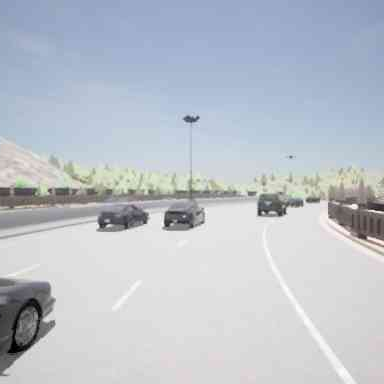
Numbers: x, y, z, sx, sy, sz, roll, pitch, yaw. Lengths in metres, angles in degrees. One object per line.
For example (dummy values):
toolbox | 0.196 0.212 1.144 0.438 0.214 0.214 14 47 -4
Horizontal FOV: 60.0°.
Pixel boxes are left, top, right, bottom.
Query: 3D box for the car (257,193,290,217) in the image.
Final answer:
car | 7.586 1.155 31.388 2.150 2.045 5.566 0 0 22

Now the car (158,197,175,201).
car | -3.341 1.367 44.010 1.812 1.442 4.674 0 0 26

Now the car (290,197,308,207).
car | 14.938 1.402 48.256 2.128 1.511 4.902 0 0 30

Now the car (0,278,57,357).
car | -3.269 1.522 3.059 2.033 1.411 5.357 0 0 3

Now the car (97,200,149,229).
car | -4.208 1.439 20.757 1.812 1.442 4.674 0 0 13

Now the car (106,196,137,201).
car | -8.258 1.353 41.765 1.812 1.442 4.674 0 0 25

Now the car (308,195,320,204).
car | 22.468 1.378 61.878 1.882 1.535 5.008 0 0 30

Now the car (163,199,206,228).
car | -0.393 1.432 21.611 1.837 1.490 4.892 0 0 14
